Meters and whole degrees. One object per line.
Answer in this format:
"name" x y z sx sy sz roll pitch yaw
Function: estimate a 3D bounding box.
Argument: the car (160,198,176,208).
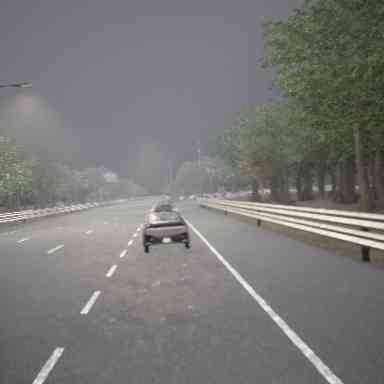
"car" -4.033 1.835 56.529 2.128 1.511 4.902 -4 0 3

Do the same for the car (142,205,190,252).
"car" -1.158 1.588 14.705 2.128 1.511 4.902 -4 0 -5

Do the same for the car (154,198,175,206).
"car" -3.168 1.811 37.336 1.837 1.490 4.892 -4 0 -5
